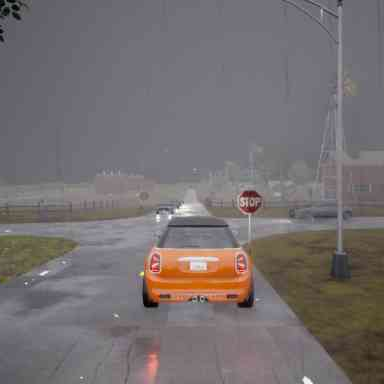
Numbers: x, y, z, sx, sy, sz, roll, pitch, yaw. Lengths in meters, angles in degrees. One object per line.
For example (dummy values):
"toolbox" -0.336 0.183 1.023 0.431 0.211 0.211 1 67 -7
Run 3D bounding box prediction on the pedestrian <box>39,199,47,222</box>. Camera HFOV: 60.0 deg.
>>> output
"pedestrian" -12.088 1.465 26.978 0.375 1.860 0.375 0 2 0

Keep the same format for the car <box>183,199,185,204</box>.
"car" -2.692 1.760 57.029 2.033 1.411 5.357 0 -1 0

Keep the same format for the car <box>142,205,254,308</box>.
"car" 0.119 1.354 8.100 2.097 1.767 4.553 0 0 0

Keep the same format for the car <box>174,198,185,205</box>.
"car" -2.578 1.905 69.831 1.994 1.385 4.181 0 -1 0

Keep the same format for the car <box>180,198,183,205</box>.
"car" -2.725 1.687 46.320 1.994 1.385 4.181 0 0 0

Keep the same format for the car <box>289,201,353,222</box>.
"car" 9.147 1.354 23.787 4.181 1.385 1.994 -1 1 1

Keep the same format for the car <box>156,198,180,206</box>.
"car" -2.795 1.614 36.483 2.033 1.411 5.357 0 0 1
